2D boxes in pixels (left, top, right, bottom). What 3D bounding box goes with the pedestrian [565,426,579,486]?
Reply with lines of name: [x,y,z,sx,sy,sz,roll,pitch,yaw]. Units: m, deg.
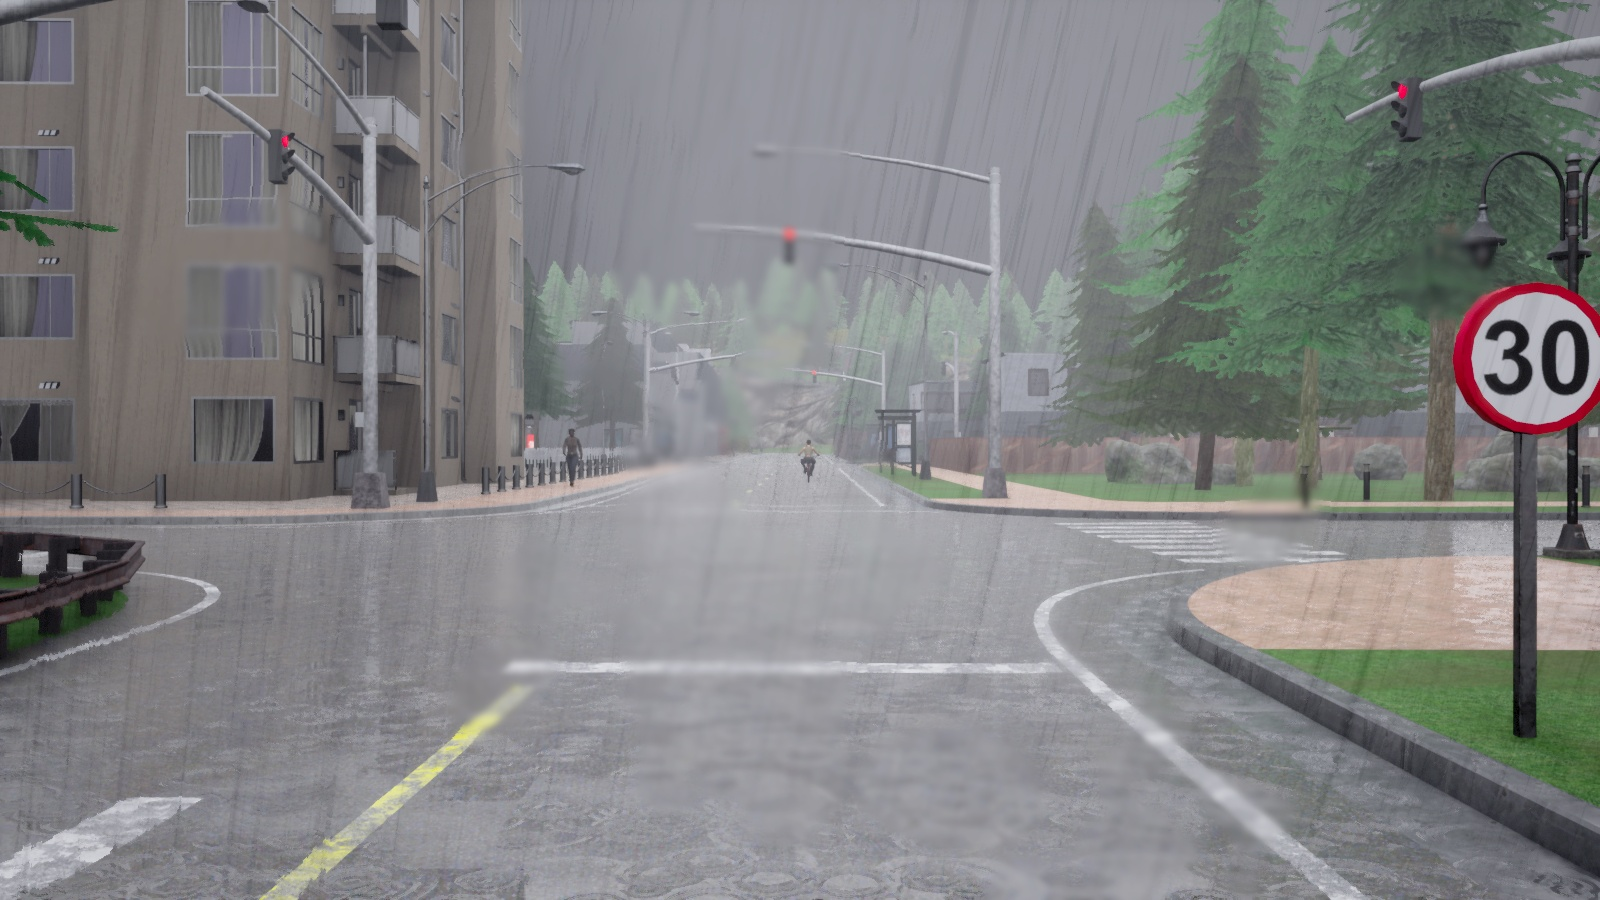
pedestrian: [-6.907,0.187,38.033,0.328,1.805,0.869,0,0,-4]
